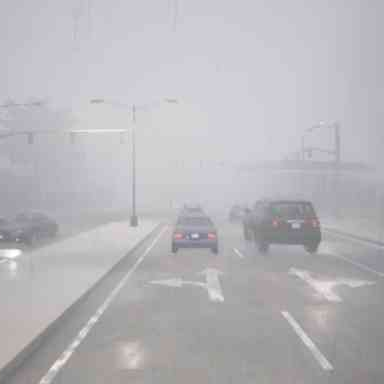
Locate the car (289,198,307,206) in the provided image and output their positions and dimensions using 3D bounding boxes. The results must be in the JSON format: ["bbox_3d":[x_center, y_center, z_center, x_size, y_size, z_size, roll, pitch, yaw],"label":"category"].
[{"bbox_3d":[18.971,1.783,59.593,1.970,1.475,3.806,0,0,0],"label":"car"}]

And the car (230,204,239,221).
[{"bbox_3d":[4.294,1.723,28.862,1.994,1.385,4.181,0,0,9],"label":"car"}]

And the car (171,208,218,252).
[{"bbox_3d":[0.106,1.627,14.320,2.033,1.411,5.357,0,0,0],"label":"car"}]

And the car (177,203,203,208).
[{"bbox_3d":[-0.113,1.638,26.629,2.128,1.511,4.902,0,0,-5],"label":"car"}]

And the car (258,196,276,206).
[{"bbox_3d":[13.226,1.618,58.833,2.242,1.667,4.611,0,0,0],"label":"car"}]

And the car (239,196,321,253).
[{"bbox_3d":[3.605,1.298,14.253,2.150,2.045,5.566,0,-1,0],"label":"car"}]

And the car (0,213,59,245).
[{"bbox_3d":[-7.996,1.688,15.847,1.994,1.385,4.181,0,0,0],"label":"car"}]
